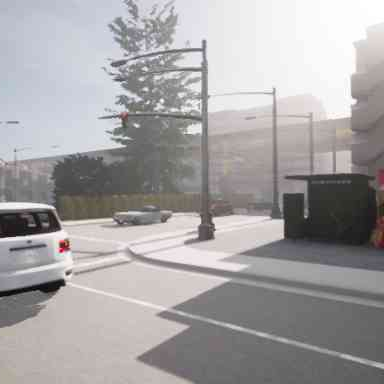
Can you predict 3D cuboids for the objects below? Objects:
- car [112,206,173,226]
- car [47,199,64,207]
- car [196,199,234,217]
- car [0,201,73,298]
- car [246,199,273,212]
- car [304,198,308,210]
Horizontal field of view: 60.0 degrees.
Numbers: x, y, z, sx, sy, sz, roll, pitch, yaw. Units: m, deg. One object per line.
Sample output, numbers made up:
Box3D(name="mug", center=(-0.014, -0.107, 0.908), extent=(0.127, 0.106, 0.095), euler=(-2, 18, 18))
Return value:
Box3D(name="car", center=(-3.619, 1.711, 24.761), extent=(1.895, 1.301, 4.718), euler=(-1, -1, 36))
Box3D(name="car", center=(-27.806, 2.213, 67.810), extent=(2.033, 1.411, 5.357), euler=(0, 0, -10))
Box3D(name="car", center=(2.340, 1.471, 32.976), extent=(2.097, 1.767, 4.553), euler=(-1, -1, 36))
Box3D(name="car", center=(-4.974, 1.254, 7.792), extent=(5.566, 2.045, 2.150), euler=(0, 0, 41))
Box3D(name="car", center=(8.444, 1.619, 41.352), extent=(2.128, 1.511, 4.902), euler=(-1, -1, 36))
Box3D(name="car", center=(14.520, 1.588, 43.479), extent=(1.837, 1.490, 4.892), euler=(-1, -2, 36))
